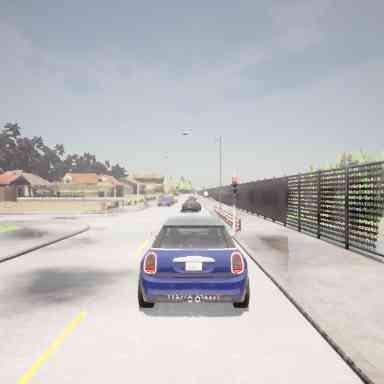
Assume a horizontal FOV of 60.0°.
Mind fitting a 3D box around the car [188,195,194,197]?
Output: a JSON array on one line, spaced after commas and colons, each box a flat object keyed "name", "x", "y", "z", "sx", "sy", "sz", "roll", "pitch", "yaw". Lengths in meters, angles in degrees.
[{"name": "car", "x": -0.143, "y": 1.524, "z": 76.278, "sx": 1.812, "sy": 1.442, "sz": 4.674, "roll": 0, "pitch": 0, "yaw": 0}]

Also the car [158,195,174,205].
[{"name": "car", "x": -4.182, "y": 1.526, "z": 50.933, "sx": 1.812, "sy": 1.442, "sz": 4.674, "roll": 0, "pitch": 0, "yaw": 0}]

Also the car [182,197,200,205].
[{"name": "car", "x": -0.104, "y": 1.564, "z": 38.052, "sx": 1.994, "sy": 1.385, "sz": 4.181, "roll": 0, "pitch": 0, "yaw": 6}]

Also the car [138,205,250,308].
[{"name": "car", "x": 0.038, "y": 1.352, "z": 8.078, "sx": 2.097, "sy": 1.767, "sz": 4.553, "roll": 0, "pitch": 0, "yaw": 0}]

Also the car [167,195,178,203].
[{"name": "car", "x": -4.133, "y": 1.478, "z": 70.964, "sx": 1.882, "sy": 1.535, "sz": 5.008, "roll": 0, "pitch": 0, "yaw": 0}]

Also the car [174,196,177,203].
[{"name": "car", "x": -4.183, "y": 1.547, "z": 60.701, "sx": 2.033, "sy": 1.411, "sz": 5.357, "roll": 0, "pitch": 0, "yaw": 0}]
